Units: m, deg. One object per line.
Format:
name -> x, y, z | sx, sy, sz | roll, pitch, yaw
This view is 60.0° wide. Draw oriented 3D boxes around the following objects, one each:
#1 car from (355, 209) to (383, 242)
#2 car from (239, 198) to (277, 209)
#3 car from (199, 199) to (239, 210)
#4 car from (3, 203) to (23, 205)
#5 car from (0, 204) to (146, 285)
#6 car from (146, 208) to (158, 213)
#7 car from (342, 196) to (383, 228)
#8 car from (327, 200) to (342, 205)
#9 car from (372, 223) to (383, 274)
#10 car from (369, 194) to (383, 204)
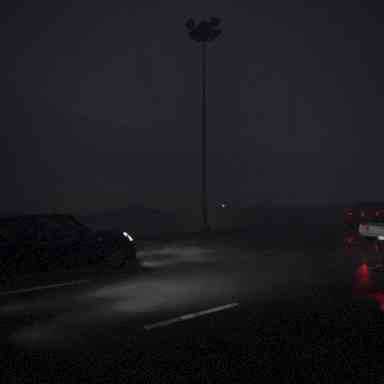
car -> 9.602, 1.595, 14.958 | 4.718, 1.301, 1.895 | 0, 0, -36
car -> 8.340, 1.513, 40.133 | 4.674, 1.442, 1.812 | 0, 0, -35
car -> 3.455, 1.536, 40.949 | 5.357, 1.411, 2.033 | 0, 0, -36
car -> -13.302, 1.544, 24.611 | 5.357, 1.411, 2.033 | 0, 0, -36
car -> -3.913, 1.350, 9.562 | 4.553, 1.767, 2.097 | 0, 0, -36
car -> -5.127, 1.595, 26.173 | 4.718, 1.301, 1.895 | 0, 0, -36
car -> 11.789, 1.344, 20.836 | 4.553, 1.767, 2.097 | 0, 0, -36
car -> 17.004, 1.550, 37.710 | 4.181, 1.385, 1.994 | 0, 0, -35
car -> 6.790, 1.560, 8.631 | 4.181, 1.385, 1.994 | 0, 0, -36
car -> 36.111, 1.331, 63.534 | 4.553, 1.767, 2.097 | 0, 0, -34
